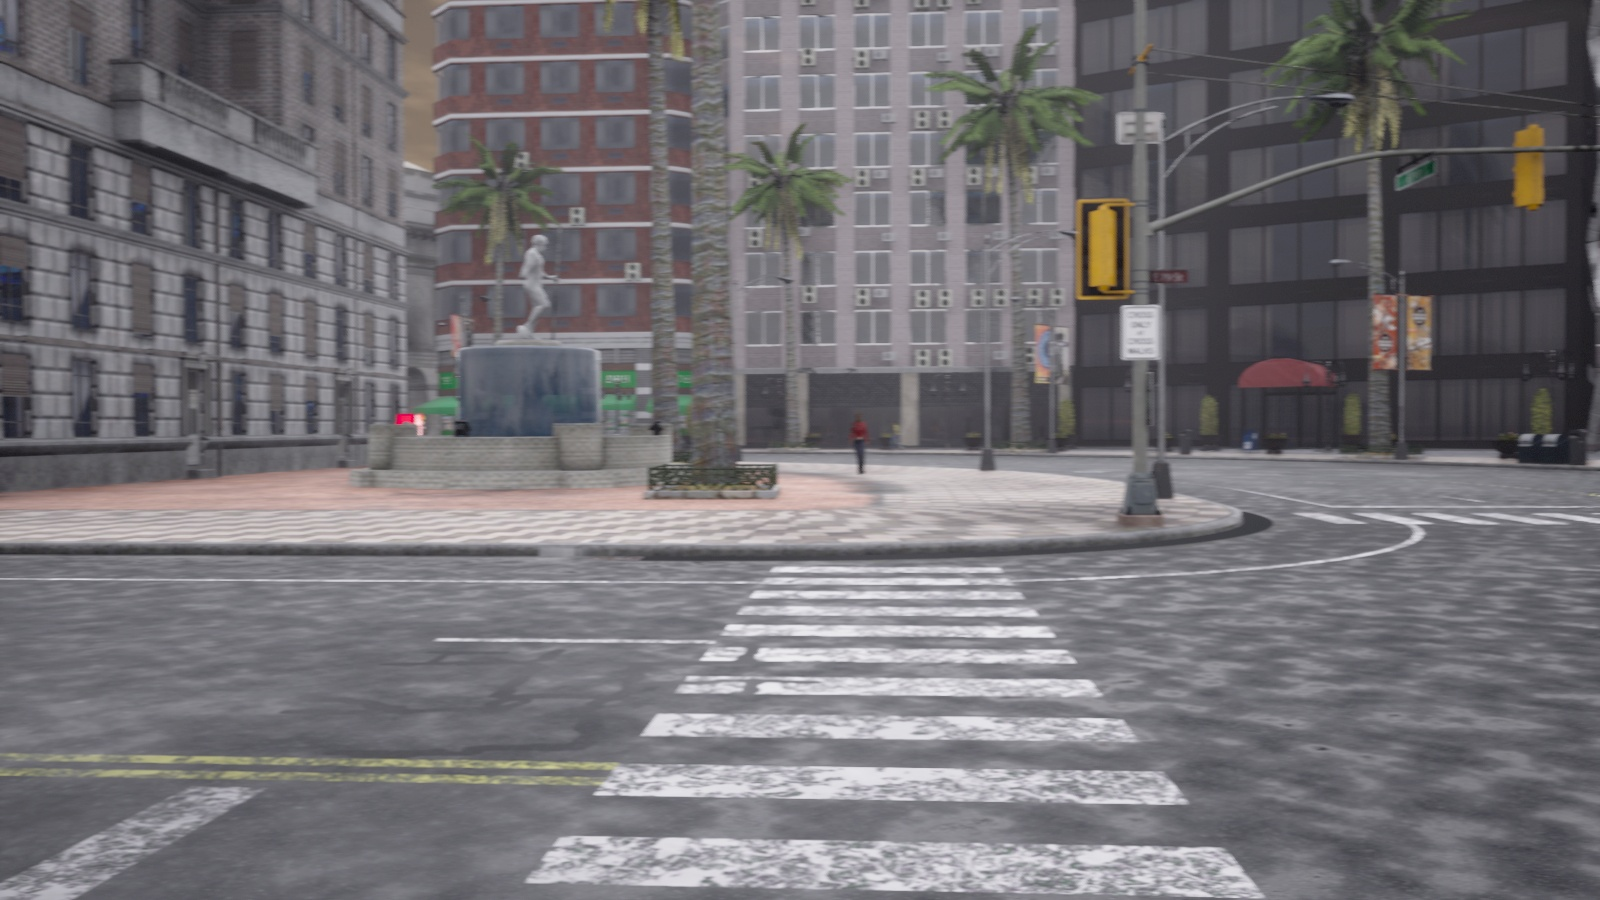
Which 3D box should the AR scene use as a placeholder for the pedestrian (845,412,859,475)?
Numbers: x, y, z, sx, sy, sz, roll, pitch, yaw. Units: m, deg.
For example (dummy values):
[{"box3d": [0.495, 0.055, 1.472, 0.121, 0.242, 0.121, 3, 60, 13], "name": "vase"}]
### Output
[{"box3d": [1.518, -0.193, 36.584, 0.331, 1.846, 0.636, 0, 1, -4], "name": "pedestrian"}]
